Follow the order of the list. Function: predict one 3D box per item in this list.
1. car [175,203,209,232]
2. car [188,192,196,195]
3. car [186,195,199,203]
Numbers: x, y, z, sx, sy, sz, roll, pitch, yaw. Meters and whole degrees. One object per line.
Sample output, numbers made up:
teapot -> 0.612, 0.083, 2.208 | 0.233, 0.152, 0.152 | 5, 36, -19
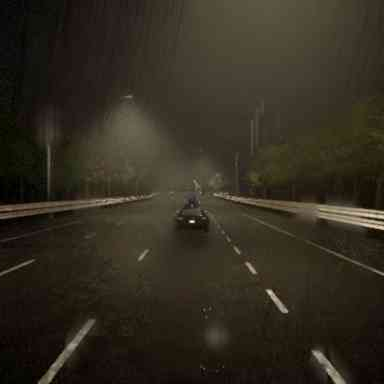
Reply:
car -> 0.001, 1.591, 20.170 | 1.994, 1.385, 4.181 | 0, 0, 0
car -> 0.007, 1.243, 81.392 | 2.150, 2.045, 5.566 | 0, 0, 0
car -> 0.005, 1.568, 45.310 | 1.812, 1.442, 4.674 | 0, 0, 0
